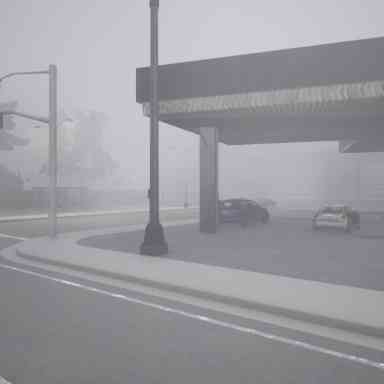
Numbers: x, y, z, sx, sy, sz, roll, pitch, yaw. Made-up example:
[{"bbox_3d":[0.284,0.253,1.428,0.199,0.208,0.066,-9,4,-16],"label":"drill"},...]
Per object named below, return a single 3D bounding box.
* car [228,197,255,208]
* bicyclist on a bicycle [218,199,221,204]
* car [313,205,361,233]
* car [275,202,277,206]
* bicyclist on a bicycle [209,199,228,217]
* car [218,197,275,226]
[{"bbox_3d":[7.471,1.505,49.853,1.837,1.490,4.892,0,0,36],"label":"car"},{"bbox_3d":[2.495,1.387,29.719,0.582,1.620,1.656,0,-9,-36],"label":"bicyclist on a bicycle"},{"bbox_3d":[8.450,1.456,19.265,1.970,1.475,3.806,0,0,37],"label":"car"},{"bbox_3d":[10.459,1.547,48.004,2.033,1.411,5.357,0,0,37],"label":"car"},{"bbox_3d":[2.456,1.453,30.454,1.656,1.620,0.582,0,0,18],"label":"bicyclist on a bicycle"},{"bbox_3d":[3.376,1.295,22.064,2.242,1.667,4.611,0,0,37],"label":"car"}]
